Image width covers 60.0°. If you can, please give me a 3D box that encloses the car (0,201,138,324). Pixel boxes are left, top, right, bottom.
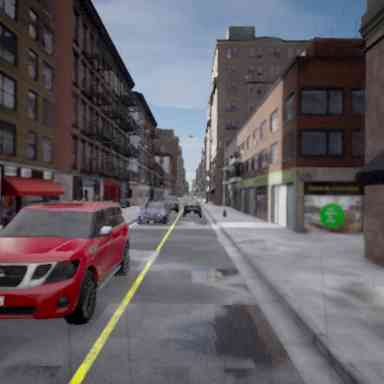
[{"bbox_3d":[-2.842,1.246,7.565,2.150,2.045,5.566,1,-1,0],"label":"car"}]

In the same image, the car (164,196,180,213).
[{"bbox_3d":[-2.695,1.490,41.683,2.150,2.045,5.566,1,0,0],"label":"car"}]

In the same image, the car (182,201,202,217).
[{"bbox_3d":[0.044,1.765,35.088,1.837,1.490,4.892,1,-1,0],"label":"car"}]

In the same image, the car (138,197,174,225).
[{"bbox_3d":[-2.767,1.497,25.136,2.097,1.767,4.553,1,0,1],"label":"car"}]
